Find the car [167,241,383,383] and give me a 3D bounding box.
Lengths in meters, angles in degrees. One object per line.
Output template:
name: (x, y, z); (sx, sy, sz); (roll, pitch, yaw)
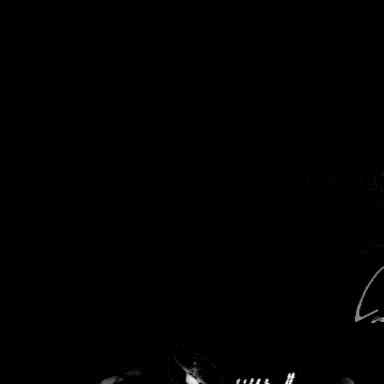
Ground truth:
car: (1.981, 1.503, 4.482); (4.892, 1.490, 1.837); (0, 0, -35)
